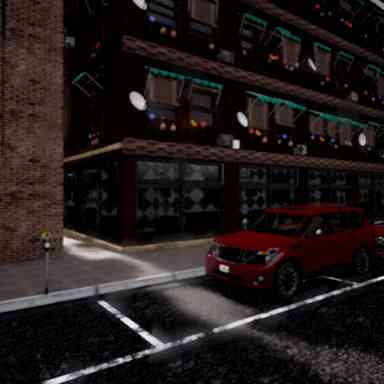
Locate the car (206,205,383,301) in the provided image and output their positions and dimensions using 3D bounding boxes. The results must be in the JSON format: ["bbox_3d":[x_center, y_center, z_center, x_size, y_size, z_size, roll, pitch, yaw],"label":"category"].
[{"bbox_3d":[2.734,1.297,8.505,5.009,1.841,2.192,0,0,-35],"label":"car"}]
